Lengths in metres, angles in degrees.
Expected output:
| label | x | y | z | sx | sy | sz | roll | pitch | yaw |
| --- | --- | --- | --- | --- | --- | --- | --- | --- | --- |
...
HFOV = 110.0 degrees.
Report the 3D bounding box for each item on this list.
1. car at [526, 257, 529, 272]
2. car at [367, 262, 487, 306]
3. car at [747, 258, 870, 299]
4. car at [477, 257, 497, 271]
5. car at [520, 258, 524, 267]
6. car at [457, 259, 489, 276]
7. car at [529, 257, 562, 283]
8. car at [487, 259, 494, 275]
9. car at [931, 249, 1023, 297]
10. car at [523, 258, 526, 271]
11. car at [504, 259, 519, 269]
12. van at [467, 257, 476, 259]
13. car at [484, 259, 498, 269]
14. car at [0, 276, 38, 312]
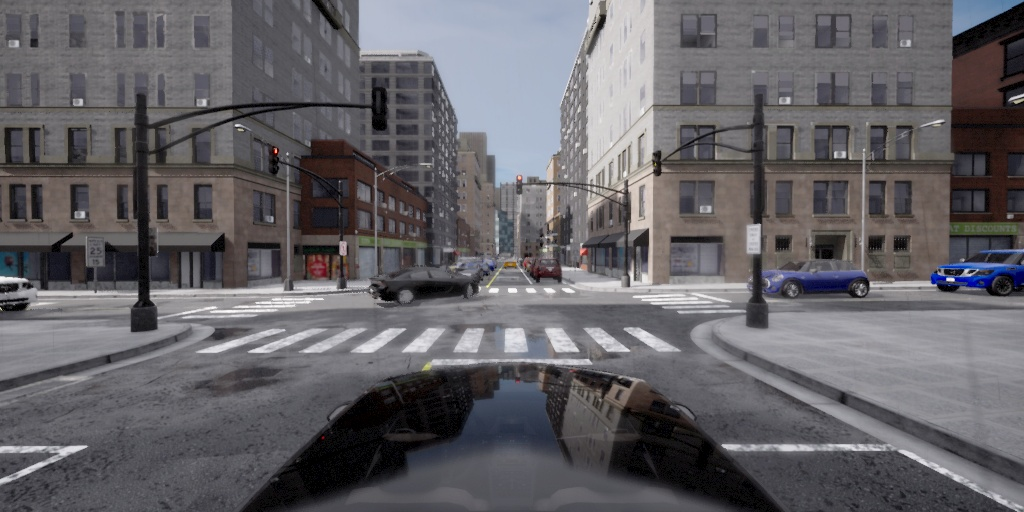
| label | x | y | z | sx | sy | sz | roll | pitch | yaw |
| --- | --- | --- | --- | --- | --- | --- | --- | --- | --- |
| car | 2.725 | 1.063 | 33.744 | 2.192 | 1.841 | 5.009 | 0 | 0 | 0 |
| car | -3.801 | 1.233 | 16.092 | 5.008 | 1.535 | 1.882 | -1 | 1 | -40 |
| car | 13.404 | 0.936 | 16.434 | 4.553 | 1.767 | 2.097 | -1 | 1 | -1 |
| car | -3.273 | 1.223 | 47.045 | 1.882 | 1.535 | 5.008 | 0 | 0 | 0 |
| car | 2.655 | 1.058 | 50.501 | 2.192 | 1.841 | 5.009 | 0 | 0 | 0 |
| car | -3.201 | 1.241 | 27.291 | 2.128 | 1.511 | 4.902 | 0 | 0 | 0 |
| car | 2.749 | 1.063 | 28.158 | 2.192 | 1.841 | 5.009 | 0 | 0 | 0 |
| car | -3.242 | 1.296 | 37.113 | 2.033 | 1.411 | 5.357 | 0 | 0 | 0 |
| car | 22.980 | 0.706 | 16.541 | 5.566 | 2.045 | 2.150 | -1 | 1 | 0 |
| car | 2.678 | 1.271 | 45.085 | 1.751 | 1.417 | 4.829 | 0 | 0 | 0 |
| car | -0.237 | 1.218 | 57.129 | 1.882 | 1.535 | 5.008 | 0 | 0 | 0 |
| van | -5.851 | 1.087 | 44.878 | 1.690 | 1.789 | 3.998 | 0 | 0 | 0 |
| car | -3.292 | 1.288 | 57.426 | 2.033 | 1.411 | 5.357 | 0 | 0 | 0 |
| car | -21.056 | 1.166 | 12.980 | 5.566 | 2.045 | 2.150 | 0 | 1 | -1 |
